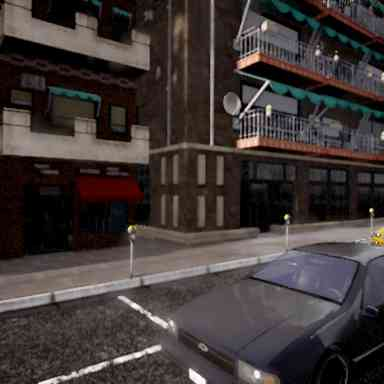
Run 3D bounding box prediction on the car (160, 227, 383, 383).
[{"bbox_3d":[2.222,1.513,4.967,5.357,1.411,2.033,-1,0,-35],"label":"car"}]
